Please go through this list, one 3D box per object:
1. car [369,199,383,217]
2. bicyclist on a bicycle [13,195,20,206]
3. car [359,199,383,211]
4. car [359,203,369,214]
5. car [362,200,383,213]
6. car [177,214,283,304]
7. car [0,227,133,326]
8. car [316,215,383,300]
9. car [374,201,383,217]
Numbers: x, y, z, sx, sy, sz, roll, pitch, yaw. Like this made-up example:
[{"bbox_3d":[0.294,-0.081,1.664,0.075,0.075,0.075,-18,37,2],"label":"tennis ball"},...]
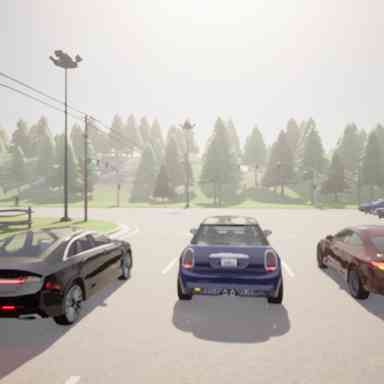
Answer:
[{"bbox_3d":[17.587,1.543,27.321,4.674,1.442,1.812,0,0,7],"label":"car"},{"bbox_3d":[-26.959,1.325,51.086,0.582,1.620,1.656,0,0,7],"label":"bicyclist on a bicycle"},{"bbox_3d":[23.636,1.573,40.665,5.357,1.411,2.033,0,0,7],"label":"car"},{"bbox_3d":[19.892,1.499,34.084,5.008,1.535,1.882,0,0,7],"label":"car"},{"bbox_3d":[21.983,1.624,37.346,4.718,1.301,1.895,0,0,7],"label":"car"},{"bbox_3d":[0.964,1.357,8.429,2.097,1.767,4.553,0,0,7],"label":"car"},{"bbox_3d":[-2.721,1.495,7.152,2.128,1.511,4.902,0,0,7],"label":"car"},{"bbox_3d":[4.462,1.531,8.187,1.812,1.442,4.674,0,0,7],"label":"car"},{"bbox_3d":[20.024,1.567,30.539,5.357,1.411,2.033,0,0,7],"label":"car"}]
